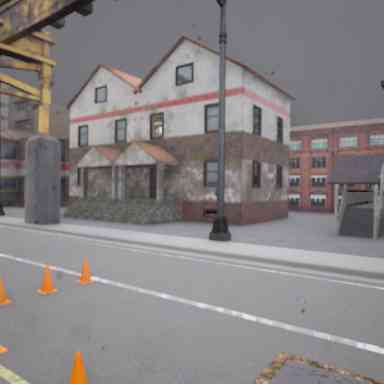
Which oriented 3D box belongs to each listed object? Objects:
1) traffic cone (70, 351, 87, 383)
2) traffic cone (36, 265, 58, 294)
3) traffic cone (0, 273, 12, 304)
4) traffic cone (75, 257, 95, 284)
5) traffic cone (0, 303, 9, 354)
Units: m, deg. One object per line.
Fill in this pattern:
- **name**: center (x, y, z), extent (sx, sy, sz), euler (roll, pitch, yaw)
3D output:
- **traffic cone**: center (-1.171, 1.940, 3.421), extent (0.340, 0.580, 0.340), euler (0, 0, 36)
- **traffic cone**: center (-3.220, 1.913, 7.396), extent (0.340, 0.580, 0.340), euler (0, 0, 36)
- **traffic cone**: center (-3.810, 1.913, 6.589), extent (0.340, 0.580, 0.340), euler (0, 0, 36)
- **traffic cone**: center (-2.629, 1.913, 8.203), extent (0.340, 0.580, 0.340), euler (0, 0, 36)
- **traffic cone**: center (-2.785, 1.926, 4.601), extent (0.340, 0.580, 0.340), euler (0, 0, 36)
